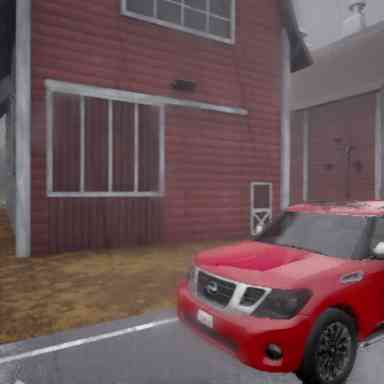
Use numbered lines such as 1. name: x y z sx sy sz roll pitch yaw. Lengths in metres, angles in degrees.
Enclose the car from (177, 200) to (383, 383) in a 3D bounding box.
1. car: 2.497 1.183 5.499 5.566 2.045 2.150 0 0 -32
